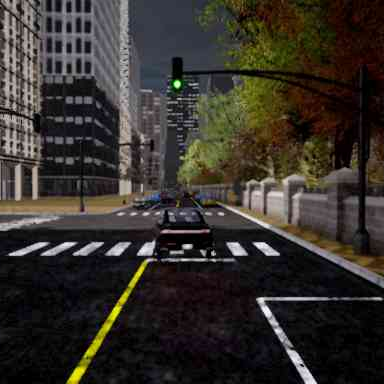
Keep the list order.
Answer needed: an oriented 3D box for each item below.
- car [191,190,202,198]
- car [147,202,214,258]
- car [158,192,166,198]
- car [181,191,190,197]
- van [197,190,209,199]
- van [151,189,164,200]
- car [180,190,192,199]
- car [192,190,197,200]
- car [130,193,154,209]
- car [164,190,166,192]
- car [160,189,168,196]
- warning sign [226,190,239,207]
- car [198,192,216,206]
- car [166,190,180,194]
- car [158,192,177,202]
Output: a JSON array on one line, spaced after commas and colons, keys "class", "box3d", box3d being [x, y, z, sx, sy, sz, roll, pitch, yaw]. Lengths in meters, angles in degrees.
[{"class": "car", "box3d": [1.045, 0.420, 75.504, 2.192, 1.841, 5.009, 0, 1, -2]}, {"class": "car", "box3d": [-0.456, 1.350, 12.154, 2.128, 1.511, 4.902, 0, 1, -8]}, {"class": "car", "box3d": [-7.202, 0.624, 80.709, 1.802, 1.307, 4.206, 0, 1, -2]}, {"class": "car", "box3d": [-1.588, 0.457, 77.161, 2.033, 1.411, 5.357, 0, 1, -2]}, {"class": "van", "box3d": [1.946, 0.783, 47.790, 1.690, 1.788, 3.998, 0, 1, -1]}, {"class": "van", "box3d": [-6.385, 0.655, 58.530, 1.690, 1.788, 3.998, 0, 1, -2]}, {"class": "car", "box3d": [-1.207, 0.733, 67.156, 1.812, 1.442, 4.674, 0, 1, -2]}, {"class": "car", "box3d": [1.448, 0.765, 64.587, 1.752, 1.417, 4.829, 0, 1, -2]}, {"class": "car", "box3d": [-5.679, 1.129, 36.360, 2.008, 1.369, 4.403, 0, 1, -1]}, {"class": "car", "box3d": [-6.565, 0.791, 64.076, 1.887, 1.381, 4.507, 0, 1, -2]}, {"class": "car", "box3d": [-7.706, 0.219, 91.788, 2.192, 1.841, 5.009, 0, 1, -3]}, {"class": "warning sign", "box3d": [4.568, 0.683, 37.167, 1.300, 1.860, 1.060, 0, 1, -1]}, {"class": "car", "box3d": [2.075, 1.031, 42.420, 1.752, 1.417, 4.829, 0, 1, -1]}, {"class": "car", "box3d": [-3.884, 0.736, 64.342, 2.128, 1.511, 4.902, 0, 1, -1]}, {"class": "car", "box3d": [-3.471, 1.038, 48.191, 1.895, 1.301, 4.718, 0, 1, -1]}]
